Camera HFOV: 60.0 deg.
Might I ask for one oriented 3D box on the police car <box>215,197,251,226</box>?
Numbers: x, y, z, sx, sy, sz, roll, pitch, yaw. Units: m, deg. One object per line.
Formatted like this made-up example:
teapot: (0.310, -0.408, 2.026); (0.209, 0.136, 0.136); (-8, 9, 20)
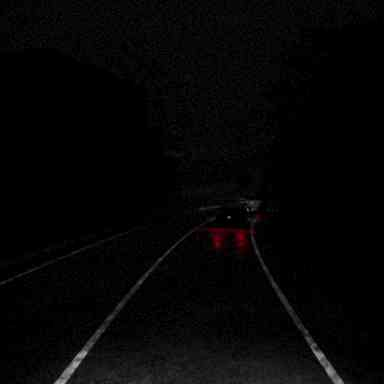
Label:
police car: (2.844, 1.398, 23.303); (1.930, 1.638, 5.238); (1, 0, 12)

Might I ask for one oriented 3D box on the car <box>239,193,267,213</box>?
car: (7.524, 1.288, 39.485); (2.150, 2.045, 5.566); (2, 0, 19)
